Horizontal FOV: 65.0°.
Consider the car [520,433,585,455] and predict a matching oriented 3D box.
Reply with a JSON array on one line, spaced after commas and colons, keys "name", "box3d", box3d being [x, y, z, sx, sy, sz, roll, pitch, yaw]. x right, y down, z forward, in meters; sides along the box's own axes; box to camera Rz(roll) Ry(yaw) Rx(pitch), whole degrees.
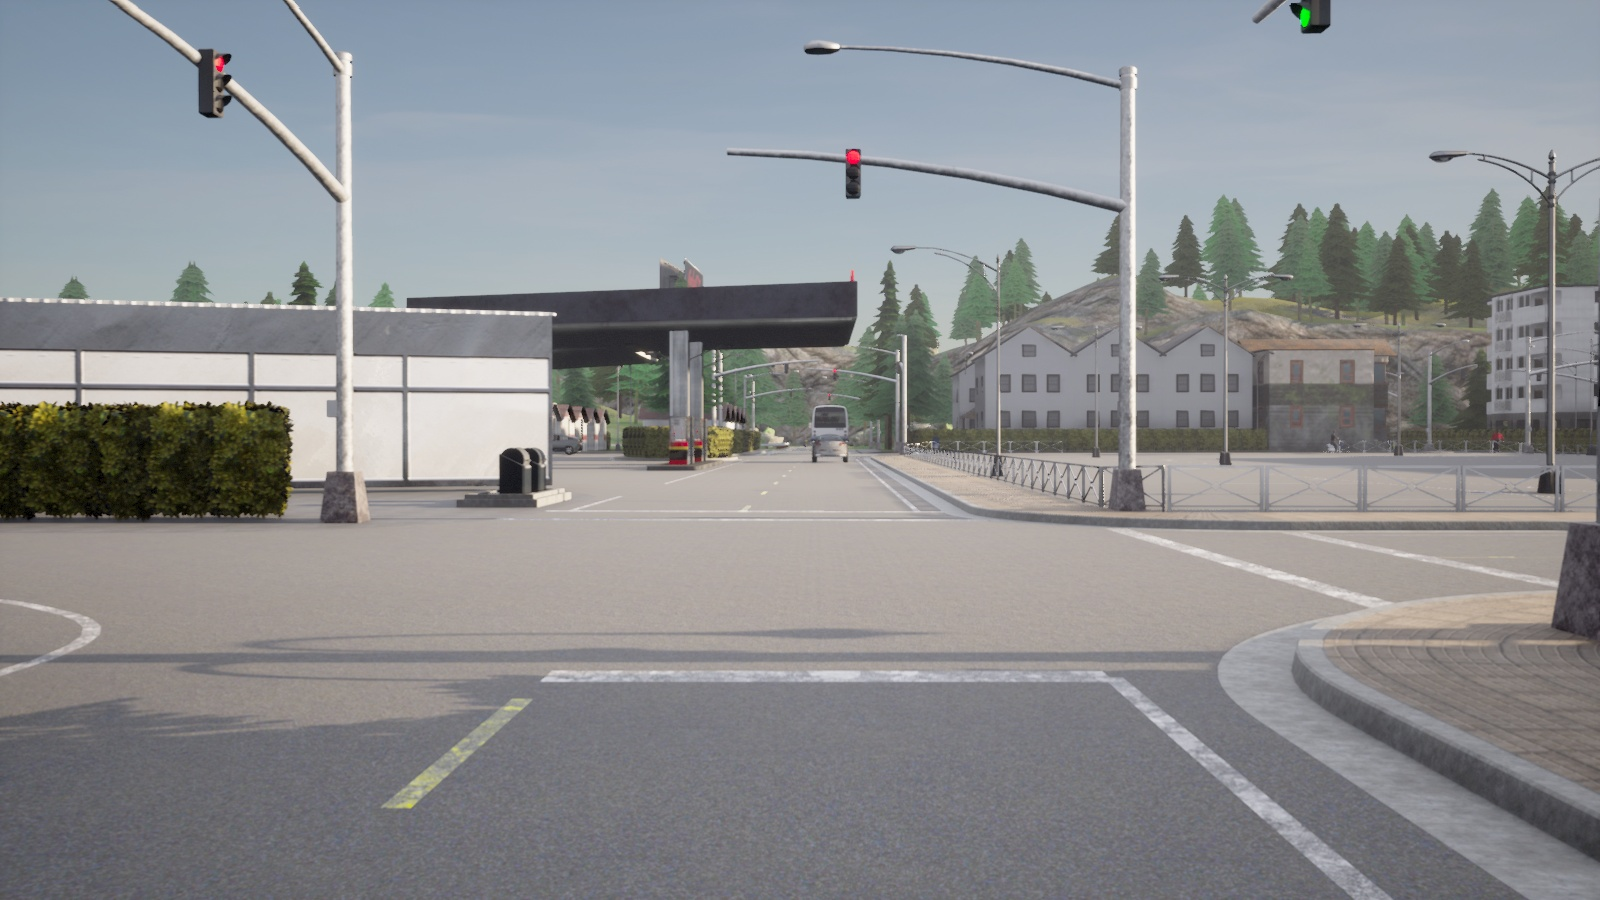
[{"name": "car", "box3d": [-18.777, -0.471, 95.368, 4.514, 1.525, 2.007, 1, 1, 1]}]

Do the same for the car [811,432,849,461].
[{"name": "car", "box3d": [1.758, -0.235, 74.403, 2.152, 1.651, 5.027, 0, 1, 1]}]
